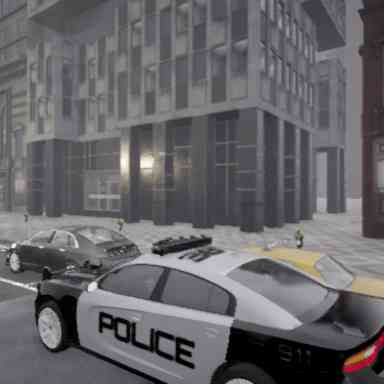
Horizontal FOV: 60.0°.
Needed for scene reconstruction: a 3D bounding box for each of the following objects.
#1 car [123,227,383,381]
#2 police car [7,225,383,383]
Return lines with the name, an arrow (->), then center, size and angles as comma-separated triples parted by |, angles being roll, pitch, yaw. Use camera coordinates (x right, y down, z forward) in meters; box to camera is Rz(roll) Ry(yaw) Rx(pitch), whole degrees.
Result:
car -> 1.123, 1.537, 5.844 | 4.829, 1.417, 1.752 | 0, 0, 36
police car -> -0.241, 1.434, 4.533 | 5.238, 1.638, 1.930 | 0, 0, 36
